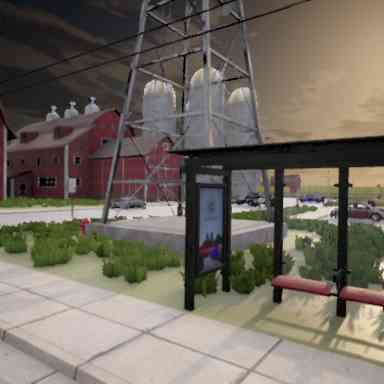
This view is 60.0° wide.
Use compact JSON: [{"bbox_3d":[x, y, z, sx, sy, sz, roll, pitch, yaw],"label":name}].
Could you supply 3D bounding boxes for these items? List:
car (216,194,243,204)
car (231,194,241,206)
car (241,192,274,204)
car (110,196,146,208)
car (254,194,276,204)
[{"bbox_3d":[5.951,1.063,52.590,2.128,1.511,4.902,1,1,35],"label":"car"},{"bbox_3d":[6.613,1.178,47.255,2.033,1.411,5.357,1,1,35],"label":"car"},{"bbox_3d":[8.894,1.012,43.449,3.866,1.878,1.905,1,1,35],"label":"car"},{"bbox_3d":[-6.645,1.141,34.328,1.994,1.385,4.181,1,1,34],"label":"car"},{"bbox_3d":[12.176,1.131,55.476,1.837,1.490,4.892,1,1,34],"label":"car"}]
